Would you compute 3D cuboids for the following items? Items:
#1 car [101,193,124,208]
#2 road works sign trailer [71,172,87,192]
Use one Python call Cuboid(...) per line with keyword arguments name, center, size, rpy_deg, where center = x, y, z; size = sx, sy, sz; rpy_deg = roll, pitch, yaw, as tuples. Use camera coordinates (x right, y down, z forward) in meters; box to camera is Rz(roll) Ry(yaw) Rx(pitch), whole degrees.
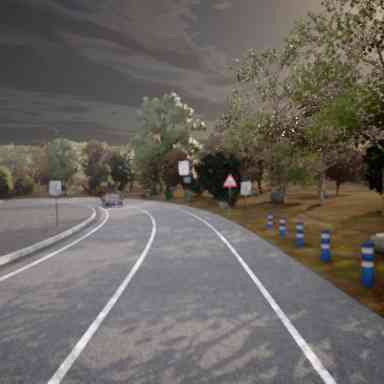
Cuboid(name="car", center=(-8.885, 0.923, 36.970), size=(1.837, 1.490, 4.892), rpy_deg=(-2, 2, -24))
Cuboid(name="road works sign trailer", center=(-23.565, -2.198, 69.040), size=(2.380, 3.560, 2.880), rpy_deg=(17, 1, -35))
